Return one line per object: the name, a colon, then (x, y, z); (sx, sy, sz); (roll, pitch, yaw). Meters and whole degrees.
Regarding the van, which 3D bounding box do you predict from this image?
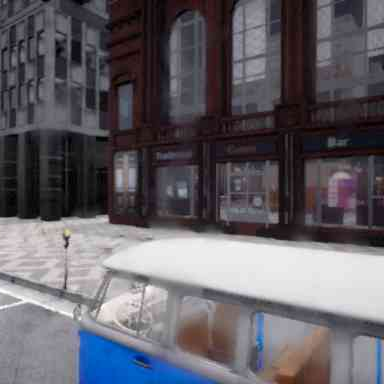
van: (0.843, 1.341, 2.359); (3.998, 1.788, 1.690); (0, 0, 36)
